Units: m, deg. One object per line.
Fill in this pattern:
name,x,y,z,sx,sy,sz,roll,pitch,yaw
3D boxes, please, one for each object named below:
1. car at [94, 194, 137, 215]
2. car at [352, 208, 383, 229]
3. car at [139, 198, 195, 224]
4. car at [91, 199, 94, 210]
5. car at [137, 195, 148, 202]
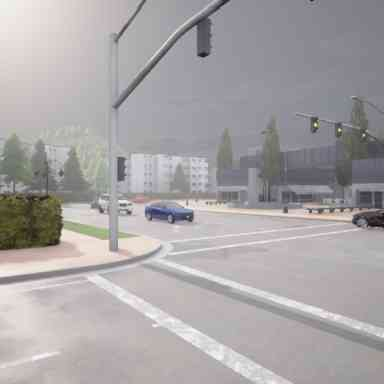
car,-7.940,1.221,34.083,2.150,2.045,5.566,0,0,-31
car,11.967,1.477,19.309,1.882,1.535,5.008,0,0,-37
car,-1.792,1.478,25.376,1.882,1.535,5.008,0,0,-37
car,-12.168,1.352,43.720,2.097,1.767,4.553,0,0,-17
car,-9.820,1.352,65.793,2.097,1.767,4.553,0,0,10
